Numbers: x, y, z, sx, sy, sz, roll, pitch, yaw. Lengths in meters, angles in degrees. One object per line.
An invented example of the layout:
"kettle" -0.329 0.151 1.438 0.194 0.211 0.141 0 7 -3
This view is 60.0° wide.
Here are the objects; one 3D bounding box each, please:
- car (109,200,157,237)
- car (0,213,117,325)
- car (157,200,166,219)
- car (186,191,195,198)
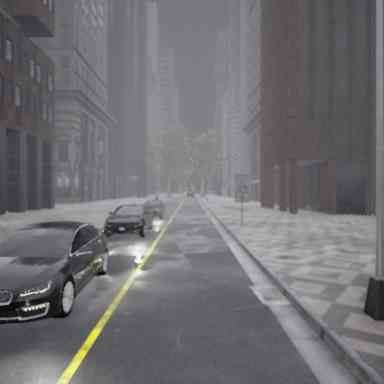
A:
"car" -3.163 1.375 17.437 1.882 1.535 5.008 0 0 0
"car" -3.133 1.462 7.351 1.837 1.490 4.892 0 0 -2
"car" -3.193 1.381 27.769 2.033 1.411 5.357 0 0 0
"car" -0.352 0.664 93.744 2.150 2.045 5.566 0 0 0
